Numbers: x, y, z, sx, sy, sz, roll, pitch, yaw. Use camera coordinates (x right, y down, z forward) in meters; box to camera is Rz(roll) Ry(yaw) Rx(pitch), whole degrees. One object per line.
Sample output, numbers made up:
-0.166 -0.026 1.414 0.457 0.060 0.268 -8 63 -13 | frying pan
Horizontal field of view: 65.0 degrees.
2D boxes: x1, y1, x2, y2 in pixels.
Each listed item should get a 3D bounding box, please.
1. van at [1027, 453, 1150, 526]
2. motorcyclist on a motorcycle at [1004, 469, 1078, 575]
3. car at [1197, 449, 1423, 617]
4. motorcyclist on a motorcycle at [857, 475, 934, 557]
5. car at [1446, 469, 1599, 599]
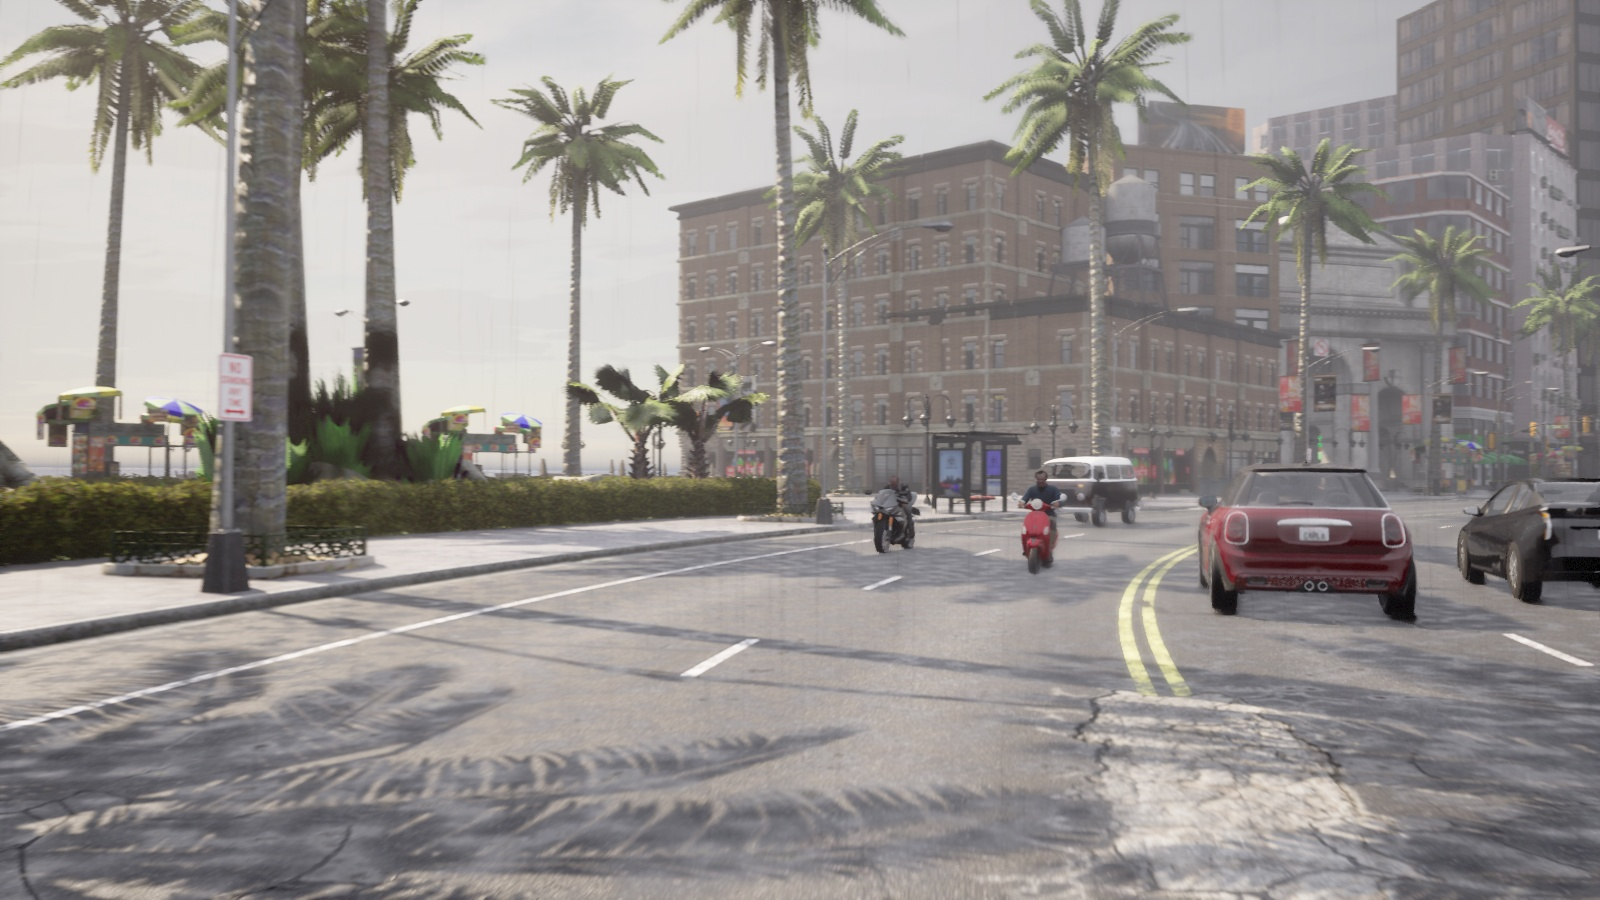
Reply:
8.647 1.140 37.423 2.069 2.038 4.480 -1 -1 34 | van
3.815 1.088 19.777 0.866 1.590 1.817 0 -1 20 | motorcyclist on a motorcycle
6.152 0.918 15.690 2.097 1.767 4.553 0 -1 16 | car
1.895 1.257 24.630 0.866 1.530 2.191 0 -1 23 | motorcyclist on a motorcycle
10.158 1.013 16.749 2.007 1.525 4.514 0 -1 18 | car
